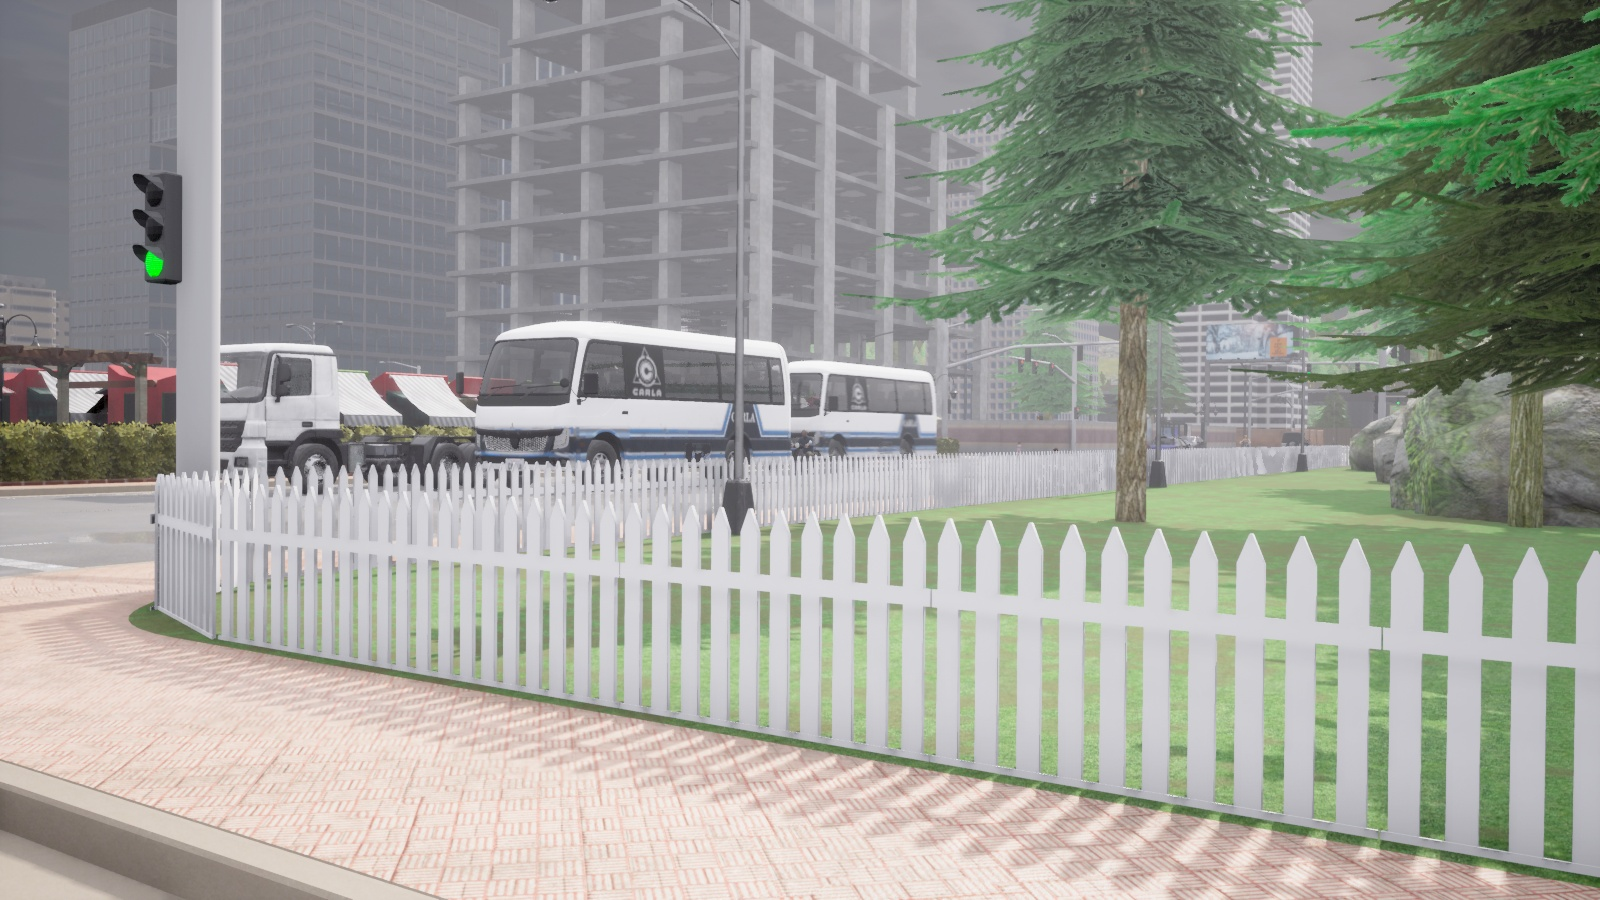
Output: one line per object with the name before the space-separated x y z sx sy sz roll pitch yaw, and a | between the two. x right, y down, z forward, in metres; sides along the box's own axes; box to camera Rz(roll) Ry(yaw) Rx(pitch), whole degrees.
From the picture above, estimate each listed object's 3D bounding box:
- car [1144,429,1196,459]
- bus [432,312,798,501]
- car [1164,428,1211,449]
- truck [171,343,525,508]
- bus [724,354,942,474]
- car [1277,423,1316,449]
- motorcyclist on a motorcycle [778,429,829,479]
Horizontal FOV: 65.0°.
car | 19.281 -0.323 65.303 1.816 1.474 4.193 0 1 27
bus | -4.467 -1.065 33.699 3.944 4.253 10.273 0 1 32
car | 28.794 -0.845 93.194 2.128 1.511 4.902 0 1 32
truck | -10.611 -0.571 30.501 2.891 3.462 7.936 0 1 32
bus | 1.586 -1.341 49.897 3.944 4.253 10.273 0 1 32
car | 36.524 -1.064 92.299 1.905 1.878 3.866 0 1 33
motorcyclist on a motorcycle | 0.136 0.121 41.217 0.866 1.590 1.817 0 1 30
